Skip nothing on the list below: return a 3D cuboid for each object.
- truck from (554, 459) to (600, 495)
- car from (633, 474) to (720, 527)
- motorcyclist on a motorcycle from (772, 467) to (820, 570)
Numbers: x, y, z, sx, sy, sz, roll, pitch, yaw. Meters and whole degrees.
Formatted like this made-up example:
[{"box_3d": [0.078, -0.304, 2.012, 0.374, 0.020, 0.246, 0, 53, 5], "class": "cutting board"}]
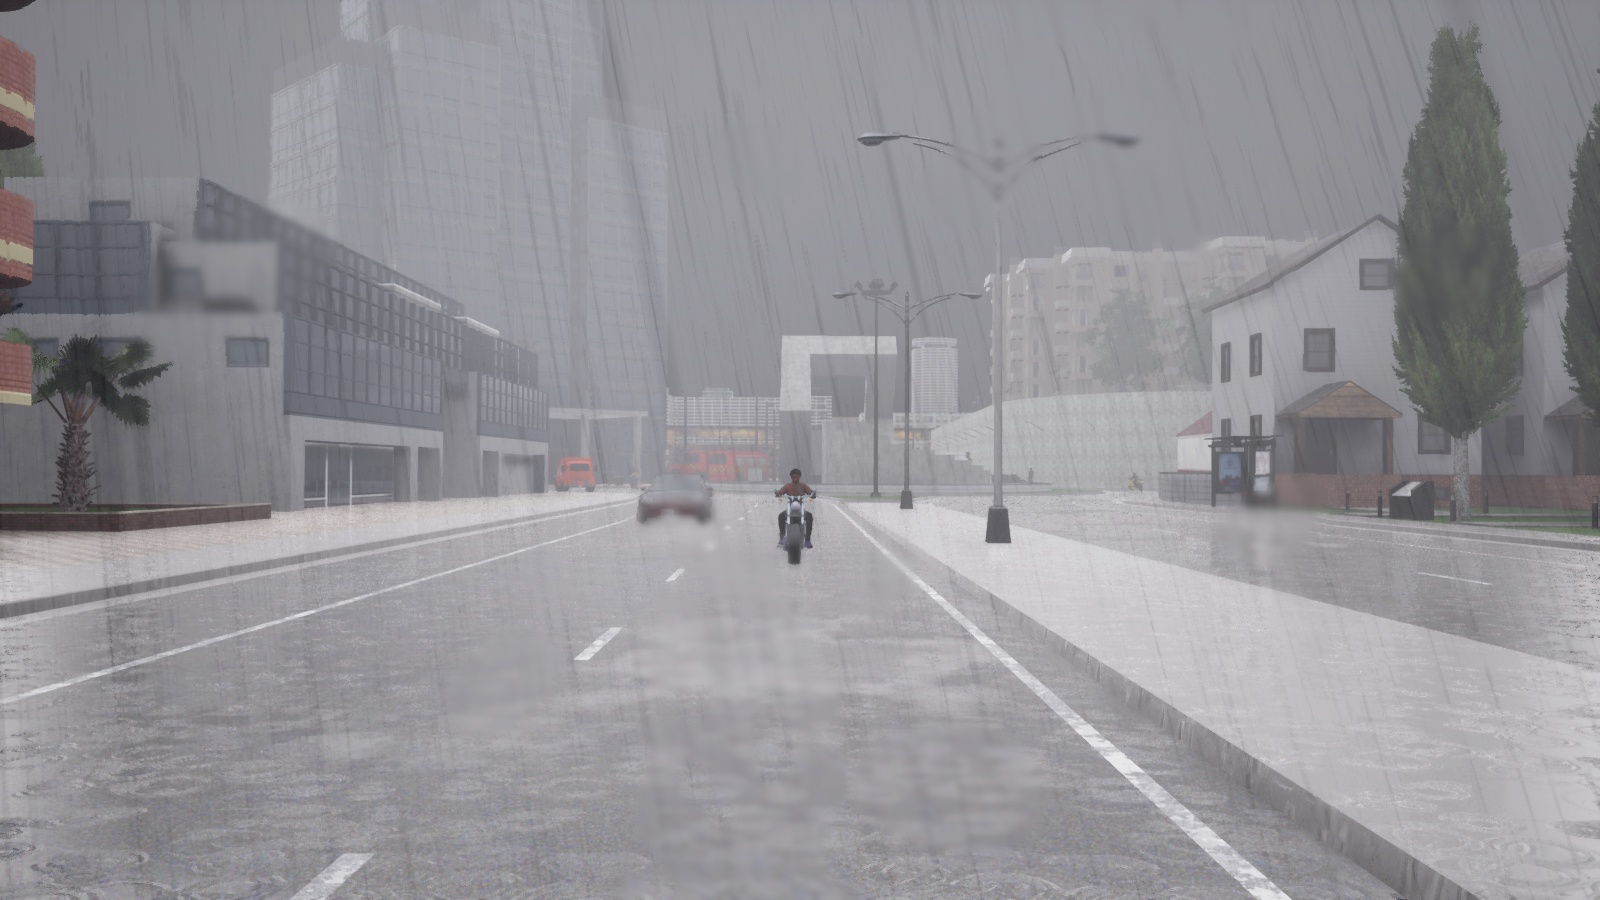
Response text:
[{"box_3d": [-15.988, 1.895, 89.770, 2.627, 2.467, 5.204, 0, -1, -17], "class": "truck"}, {"box_3d": [-3.615, 1.459, 37.633, 2.163, 1.488, 4.792, 0, -1, 0], "class": "car"}, {"box_3d": [-0.066, 1.125, 21.449, 0.766, 1.649, 2.350, 0, -1, 0], "class": "motorcyclist on a motorcycle"}]
